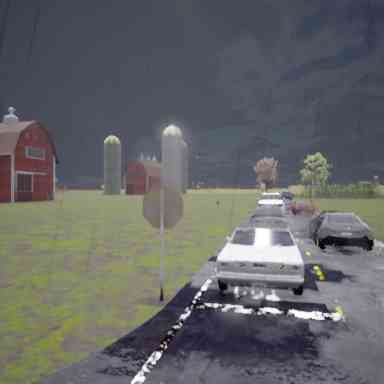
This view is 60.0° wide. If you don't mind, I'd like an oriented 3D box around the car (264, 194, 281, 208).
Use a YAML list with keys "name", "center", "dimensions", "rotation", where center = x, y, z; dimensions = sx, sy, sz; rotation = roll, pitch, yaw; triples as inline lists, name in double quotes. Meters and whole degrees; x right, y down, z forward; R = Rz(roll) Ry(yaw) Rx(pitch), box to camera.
- name: "car"
  center: [11.008, 1.190, 45.280]
  dimensions: [2.097, 1.767, 4.553]
  rotation: [0, 0, 14]

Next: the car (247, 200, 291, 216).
- name: "car"
  center: [4.175, 1.424, 18.077]
  dimensions: [1.837, 1.490, 4.892]
  rotation: [0, 1, 14]

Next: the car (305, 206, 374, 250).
- name: "car"
  center: [6.146, 1.493, 14.105]
  dimensions: [1.994, 1.385, 4.181]
  rotation: [0, 0, 14]

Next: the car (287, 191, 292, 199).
- name: "car"
  center: [20.465, 0.848, 72.038]
  dimensions: [2.150, 2.045, 5.566]
  rotation: [0, 0, 14]

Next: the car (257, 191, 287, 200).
- name: "car"
  center: [7.155, 1.085, 30.102]
  dimensions: [2.150, 2.045, 5.566]
  rotation: [0, 0, 14]

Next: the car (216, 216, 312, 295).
- name: "car"
  center: [1.868, 1.563, 8.859]
  dimensions: [1.895, 1.301, 4.718]
  rotation: [0, 0, 14]

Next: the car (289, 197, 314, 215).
- name: "car"
  center: [10.421, 1.447, 31.456]
  dimensions: [1.895, 1.301, 4.718]
  rotation: [0, 0, 14]
